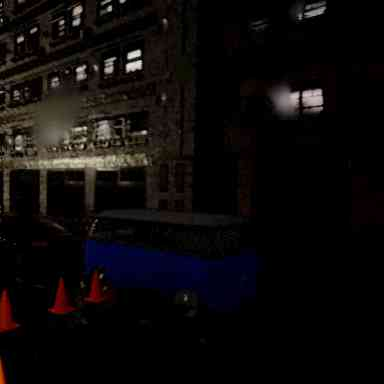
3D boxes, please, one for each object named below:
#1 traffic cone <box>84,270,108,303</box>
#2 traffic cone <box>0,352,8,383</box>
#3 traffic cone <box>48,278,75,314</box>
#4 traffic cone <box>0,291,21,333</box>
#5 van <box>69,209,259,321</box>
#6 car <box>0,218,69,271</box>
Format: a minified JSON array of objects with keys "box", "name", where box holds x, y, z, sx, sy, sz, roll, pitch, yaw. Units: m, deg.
[{"box":[-1.957,1.897,6.799,0.340,0.580,0.340,1,1,25],"name":"traffic cone"},{"box":[-1.980,1.915,3.384,0.340,0.580,0.340,1,0,36],"name":"traffic cone"},{"box":[-2.423,1.895,6.177,0.340,0.580,0.340,1,0,36],"name":"traffic cone"},{"box":[-3.011,1.891,5.368,0.340,0.580,0.340,1,0,36],"name":"traffic cone"},{"box":[-0.599,1.302,6.983,3.998,1.788,1.690,1,1,36],"name":"van"},{"box":[-5.183,1.464,10.315,4.206,1.307,1.802,1,1,36],"name":"car"}]
